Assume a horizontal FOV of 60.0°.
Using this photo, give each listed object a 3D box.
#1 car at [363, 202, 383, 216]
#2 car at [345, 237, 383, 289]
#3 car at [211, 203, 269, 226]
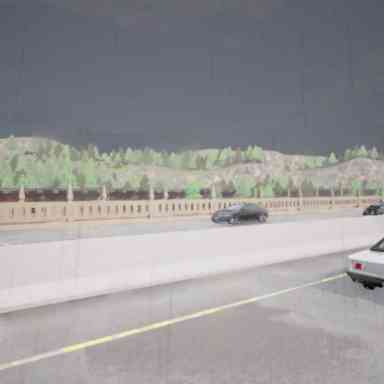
[{"bbox_3d":[16.666,1.551,28.904,4.181,1.385,1.994,0,0,-36],"label":"car"},{"bbox_3d":[5.736,1.596,7.886,4.718,1.301,1.895,0,0,-36],"label":"car"},{"bbox_3d":[3.521,1.526,23.756,4.674,1.442,1.812,0,0,-36],"label":"car"}]
